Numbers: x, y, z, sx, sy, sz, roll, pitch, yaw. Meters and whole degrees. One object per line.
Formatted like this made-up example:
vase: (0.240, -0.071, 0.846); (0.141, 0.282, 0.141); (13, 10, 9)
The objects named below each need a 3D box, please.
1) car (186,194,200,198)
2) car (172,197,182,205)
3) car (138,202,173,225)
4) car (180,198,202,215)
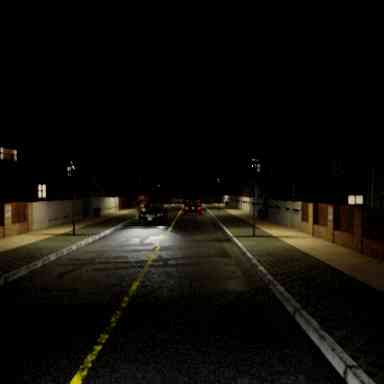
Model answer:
car: (0.100, 1.333, 44.566); (2.150, 2.045, 5.566); (0, 0, 0)
car: (-2.766, 1.645, 65.223); (1.882, 1.535, 5.008); (0, 0, 1)
car: (-2.842, 1.552, 24.894); (2.128, 1.511, 4.902); (0, 0, 0)
car: (0.105, 1.633, 34.648); (2.033, 1.411, 5.357); (0, 0, 0)
